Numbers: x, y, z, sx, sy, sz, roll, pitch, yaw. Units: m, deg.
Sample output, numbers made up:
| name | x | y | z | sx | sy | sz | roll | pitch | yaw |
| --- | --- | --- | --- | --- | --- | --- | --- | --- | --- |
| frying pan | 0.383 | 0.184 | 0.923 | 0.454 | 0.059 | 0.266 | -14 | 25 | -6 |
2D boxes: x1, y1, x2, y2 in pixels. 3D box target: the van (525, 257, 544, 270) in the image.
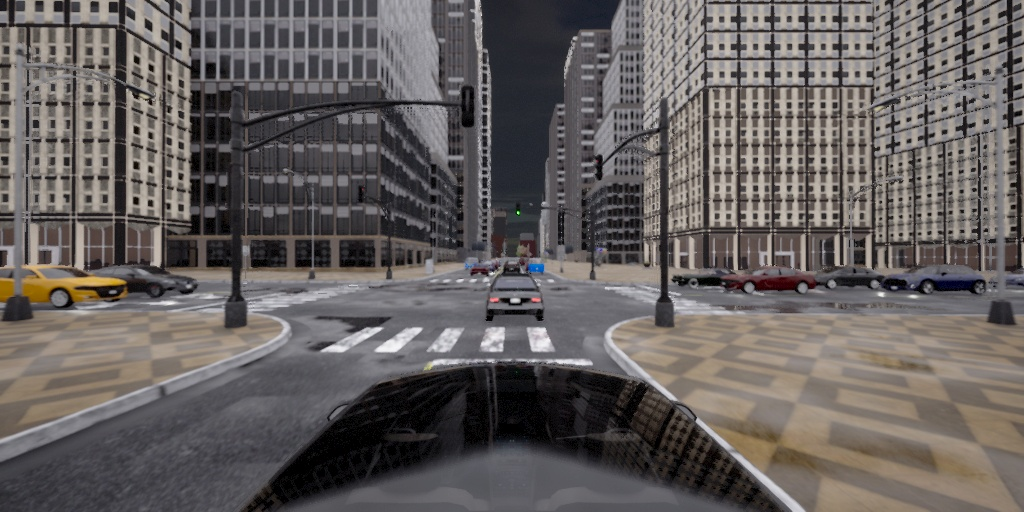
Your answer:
| name | x | y | z | sx | sy | sz | roll | pitch | yaw |
| --- | --- | --- | --- | --- | --- | --- | --- | --- | --- |
| van | 2.677 | 1.120 | 40.102 | 1.690 | 1.789 | 3.998 | 0 | 0 | 0 |

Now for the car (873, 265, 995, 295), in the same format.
| name | x | y | z | sx | sy | sz | roll | pitch | yaw |
| --- | --- | --- | --- | --- | --- | --- | --- | --- | --- |
| car | 24.845 | 1.310 | 21.267 | 4.553 | 1.767 | 2.097 | 0 | 0 | -1 |

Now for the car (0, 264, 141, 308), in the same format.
| name | x | y | z | sx | sy | sz | roll | pitch | yaw |
| --- | --- | --- | --- | --- | --- | --- | --- | --- | --- |
| car | -17.750 | 1.088 | 13.664 | 5.008 | 1.535 | 1.882 | 1 | 0 | -1 |

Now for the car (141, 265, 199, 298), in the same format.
| name | x | y | z | sx | sy | sz | roll | pitch | yaw |
| --- | --- | --- | --- | --- | --- | --- | --- | --- | --- |
| car | -17.605 | 1.155 | 16.919 | 4.674 | 1.442 | 1.812 | 0 | 0 | -1 |

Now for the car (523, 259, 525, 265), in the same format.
| name | x | y | z | sx | sy | sz | roll | pitch | yaw |
| --- | --- | --- | --- | --- | --- | --- | --- | --- | --- |
| car | 2.607 | 1.329 | 45.640 | 1.888 | 1.381 | 4.507 | 0 | 0 | 0 |

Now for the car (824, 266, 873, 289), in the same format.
| name | x | y | z | sx | sy | sz | roll | pitch | yaw |
| --- | --- | --- | --- | --- | --- | --- | --- | --- | --- |
| car | 22.453 | 1.465 | 24.464 | 4.892 | 1.490 | 1.837 | 0 | 0 | -1 |

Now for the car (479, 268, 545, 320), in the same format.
| name | x | y | z | sx | sy | sz | roll | pitch | yaw |
| --- | --- | --- | --- | --- | --- | --- | --- | --- | --- |
| car | 0.070 | 1.307 | 12.660 | 2.033 | 1.411 | 5.357 | 0 | 0 | 0 |

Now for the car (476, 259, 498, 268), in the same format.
| name | x | y | z | sx | sy | sz | roll | pitch | yaw |
| --- | --- | --- | --- | --- | --- | --- | --- | --- | --- |
| car | -3.159 | 1.309 | 45.603 | 1.812 | 1.442 | 4.674 | 0 | 0 | 0 |

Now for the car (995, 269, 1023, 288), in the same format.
| name | x | y | z | sx | sy | sz | roll | pitch | yaw |
| --- | --- | --- | --- | --- | --- | --- | --- | --- | --- |
| car | 36.099 | 1.574 | 24.776 | 4.674 | 1.442 | 1.812 | 0 | 0 | -2 |

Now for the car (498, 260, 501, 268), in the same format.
| name | x | y | z | sx | sy | sz | roll | pitch | yaw |
| --- | --- | --- | --- | --- | --- | --- | --- | --- | --- |
| car | -3.101 | 1.268 | 55.403 | 1.882 | 1.535 | 5.008 | 0 | 0 | 1 |

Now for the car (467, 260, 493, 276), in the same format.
| name | x | y | z | sx | sy | sz | roll | pitch | yaw |
| --- | --- | --- | --- | --- | --- | --- | --- | --- | --- |
| car | -3.229 | 1.377 | 36.683 | 1.895 | 1.301 | 4.718 | 0 | 0 | -2 |

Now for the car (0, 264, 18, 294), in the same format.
| name | x | y | z | sx | sy | sz | roll | pitch | yaw |
| --- | --- | --- | --- | --- | --- | --- | --- | --- | --- |
| car | -27.187 | 1.098 | 16.716 | 5.357 | 1.411 | 2.033 | 0 | 0 | -1 |

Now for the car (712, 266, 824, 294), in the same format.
| name | x | y | z | sx | sy | sz | roll | pitch | yaw |
| --- | --- | --- | --- | --- | --- | --- | --- | --- | --- |
| car | 14.893 | 1.371 | 21.051 | 5.008 | 1.535 | 1.882 | 0 | 0 | -1 |

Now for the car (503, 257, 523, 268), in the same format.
| name | x | y | z | sx | sy | sz | roll | pitch | yaw |
| --- | --- | --- | --- | --- | --- | --- | --- | --- | --- |
| car | -0.020 | 1.258 | 41.931 | 1.882 | 1.535 | 5.008 | 0 | 0 | 0 |

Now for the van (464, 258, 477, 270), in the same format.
| name | x | y | z | sx | sy | sz | roll | pitch | yaw |
| --- | --- | --- | --- | --- | --- | --- | --- | --- | --- |
| van | -5.776 | 1.128 | 51.207 | 1.690 | 1.789 | 3.998 | 0 | 0 | 0 |

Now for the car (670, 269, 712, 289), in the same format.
| name | x | y | z | sx | sy | sz | roll | pitch | yaw |
| --- | --- | --- | --- | --- | --- | --- | --- | --- | --- |
| car | 13.368 | 1.501 | 24.284 | 4.718 | 1.301 | 1.895 | 0 | 0 | -1 |
